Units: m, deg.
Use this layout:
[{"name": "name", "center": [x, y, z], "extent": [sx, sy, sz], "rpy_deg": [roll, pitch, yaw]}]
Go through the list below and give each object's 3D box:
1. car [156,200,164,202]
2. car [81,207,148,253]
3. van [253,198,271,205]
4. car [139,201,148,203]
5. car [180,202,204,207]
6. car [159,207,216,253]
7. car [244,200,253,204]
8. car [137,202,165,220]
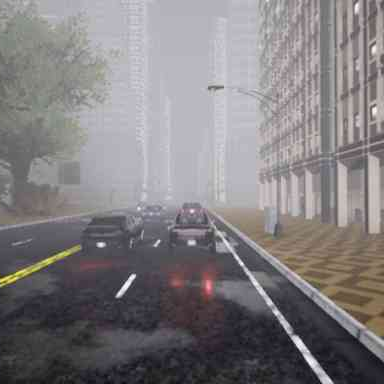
[{"name": "car", "center": [-6.527, 2.306, 67.073], "extent": [2.128, 1.511, 4.902], "rpy_deg": [0, -1, 0]}, {"name": "car", "center": [-3.249, 1.645, 14.313], "extent": [1.837, 1.490, 4.892], "rpy_deg": [0, 0, 0]}, {"name": "van", "center": [18.330, 2.424, 84.991], "extent": [3.998, 1.788, 1.690], "rpy_deg": [0, -1, 2]}, {"name": "car", "center": [-9.775, 2.388, 67.049], "extent": [1.895, 1.301, 4.718], "rpy_deg": [0, -1, 0]}, {"name": "car", "center": [-0.007, 1.642, 29.086], "extent": [2.097, 1.767, 4.553], "rpy_deg": [0, -1, 0]}, {"name": "car", "center": [0.001, 1.630, 14.305], "extent": [2.128, 1.511, 4.902], "rpy_deg": [0, 0, 0]}, {"name": "car", "center": [17.057, 2.720, 93.159], "extent": [4.829, 1.417, 1.752], "rpy_deg": [0, -1, 2]}, {"name": "car", "center": [-3.258, 1.838, 28.995], "extent": [2.033, 1.411, 5.357], "rpy_deg": [0, -1, 0]}]
